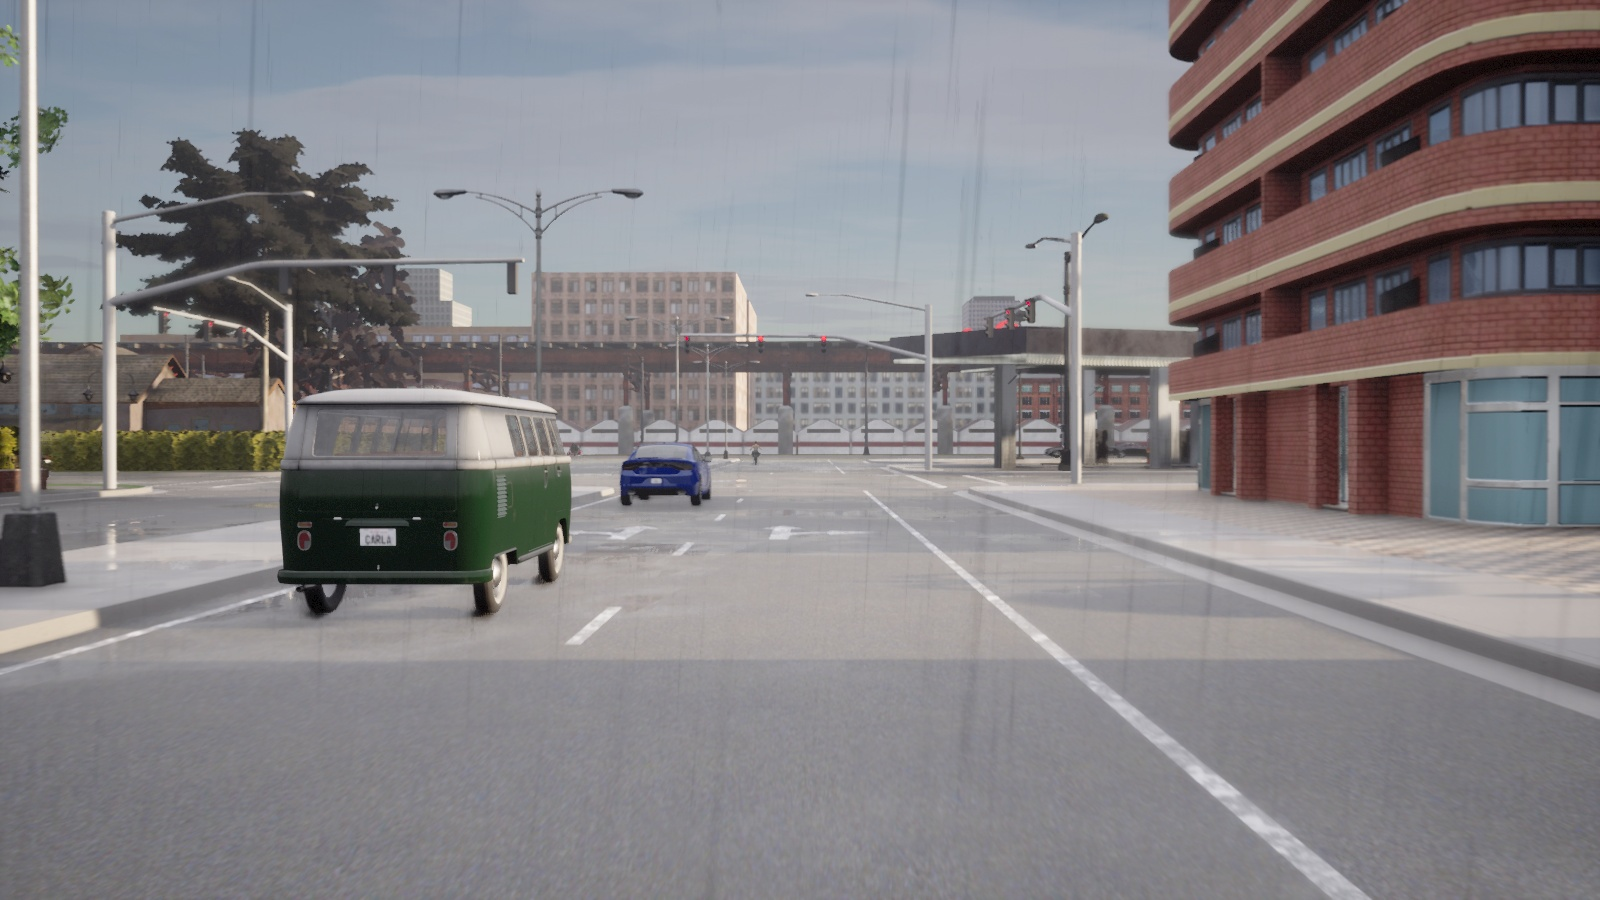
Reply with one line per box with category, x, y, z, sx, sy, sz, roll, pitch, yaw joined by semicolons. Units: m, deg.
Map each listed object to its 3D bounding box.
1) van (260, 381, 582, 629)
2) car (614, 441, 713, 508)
van;-3.414;0.427;12.259;1.775;1.987;4.442;0;0;0
car;-3.298;0.545;31.330;1.882;1.535;5.008;0;0;1
